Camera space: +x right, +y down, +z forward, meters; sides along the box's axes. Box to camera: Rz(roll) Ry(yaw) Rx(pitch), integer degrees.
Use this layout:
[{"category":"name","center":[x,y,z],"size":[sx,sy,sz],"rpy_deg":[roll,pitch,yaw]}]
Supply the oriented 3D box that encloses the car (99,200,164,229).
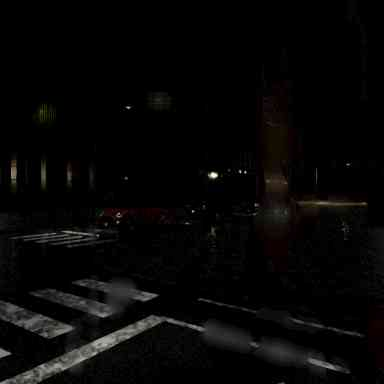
[{"category":"car","center":[-3.904,1.377,21.953],"size":[2.097,1.767,4.553],"rpy_deg":[0,0,35]}]

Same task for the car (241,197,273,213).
[{"category":"car","center":[7.395,1.399,37.700],"size":[2.097,1.767,4.553],"rpy_deg":[0,0,35]}]

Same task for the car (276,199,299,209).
[{"category":"car","center":[13.124,1.624,45.638],"size":[1.994,1.385,4.181],"rpy_deg":[0,0,36]}]

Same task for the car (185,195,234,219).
[{"category":"car","center":[1.697,1.257,29.781],"size":[2.150,2.045,5.566],"rpy_deg":[0,0,36]}]

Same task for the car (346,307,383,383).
[{"category":"car","center":[3.564,1.221,1.149],"size":[5.566,2.045,2.150],"rpy_deg":[0,0,36]}]
